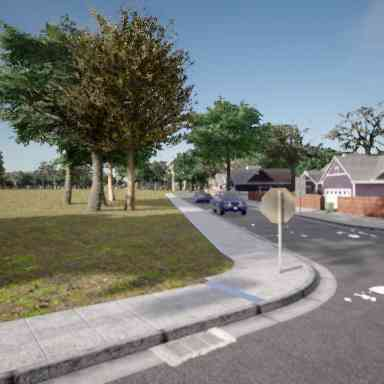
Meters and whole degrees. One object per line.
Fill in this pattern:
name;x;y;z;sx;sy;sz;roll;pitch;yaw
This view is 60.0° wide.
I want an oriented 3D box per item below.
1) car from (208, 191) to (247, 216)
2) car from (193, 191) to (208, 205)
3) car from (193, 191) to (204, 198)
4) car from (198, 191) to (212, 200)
car;3.190;0.909;29.347;2.150;2.045;5.566;-1;1;-6
car;1.405;0.925;46.782;1.882;1.535;5.008;-1;1;-6
car;1.380;0.489;74.573;1.837;1.490;4.892;-1;1;-6
car;2.506;0.645;64.561;2.128;1.511;4.902;-1;1;-6
